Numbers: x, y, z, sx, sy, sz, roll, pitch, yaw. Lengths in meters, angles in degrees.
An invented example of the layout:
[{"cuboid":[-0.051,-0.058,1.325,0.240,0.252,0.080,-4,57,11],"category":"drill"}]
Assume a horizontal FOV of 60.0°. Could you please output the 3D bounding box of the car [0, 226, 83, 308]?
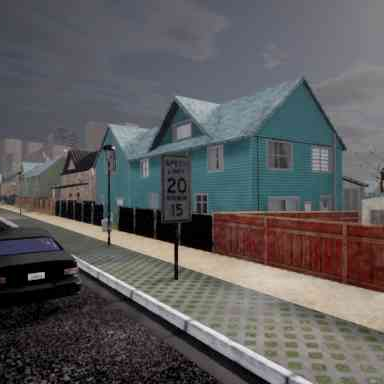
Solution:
[{"cuboid":[-4.239,1.551,7.983,2.033,1.411,5.357,0,0,-36],"category":"car"}]
